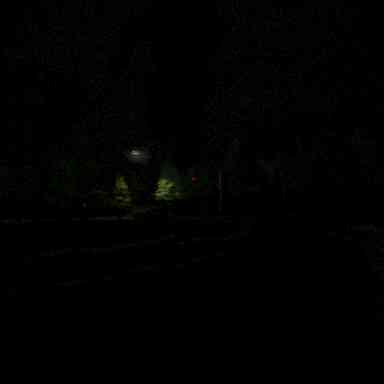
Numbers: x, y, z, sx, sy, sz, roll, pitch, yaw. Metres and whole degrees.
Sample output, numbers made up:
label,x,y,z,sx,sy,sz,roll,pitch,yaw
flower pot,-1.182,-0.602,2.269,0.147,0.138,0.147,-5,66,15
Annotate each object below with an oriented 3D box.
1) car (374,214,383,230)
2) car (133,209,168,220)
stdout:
label,x,y,z,sx,sy,sz,roll,pitch,yaw
car,14.230,1.898,22.388,1.837,1.490,4.892,-1,-1,0
car,-5.702,3.183,45.724,4.892,1.490,1.837,-1,-3,10
